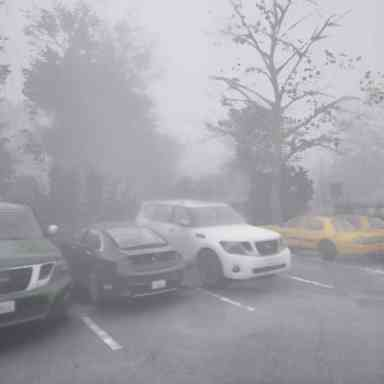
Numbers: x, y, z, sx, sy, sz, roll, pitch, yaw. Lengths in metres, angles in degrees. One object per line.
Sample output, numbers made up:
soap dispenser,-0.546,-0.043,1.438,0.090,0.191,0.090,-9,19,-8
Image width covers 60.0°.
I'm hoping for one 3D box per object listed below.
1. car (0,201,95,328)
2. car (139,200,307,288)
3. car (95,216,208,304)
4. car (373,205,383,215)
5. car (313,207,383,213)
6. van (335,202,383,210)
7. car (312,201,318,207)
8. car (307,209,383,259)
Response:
car,-4.197,1.234,6.784,2.435,2.045,5.566,1,0,-36
car,0.230,1.287,9.983,2.435,2.045,5.566,1,0,-36
car,-2.048,1.511,8.364,2.231,1.521,4.892,1,0,-36
car,29.597,2.757,49.481,1.994,1.385,4.181,-1,1,-35
car,6.915,1.678,15.030,1.946,1.575,5.366,2,-1,-36
van,9.367,1.516,16.413,1.878,1.987,4.442,2,-1,-36
car,20.831,2.340,61.553,2.097,1.767,4.553,-1,1,-37
car,4.751,1.626,13.482,1.946,1.575,5.366,1,-1,-36
